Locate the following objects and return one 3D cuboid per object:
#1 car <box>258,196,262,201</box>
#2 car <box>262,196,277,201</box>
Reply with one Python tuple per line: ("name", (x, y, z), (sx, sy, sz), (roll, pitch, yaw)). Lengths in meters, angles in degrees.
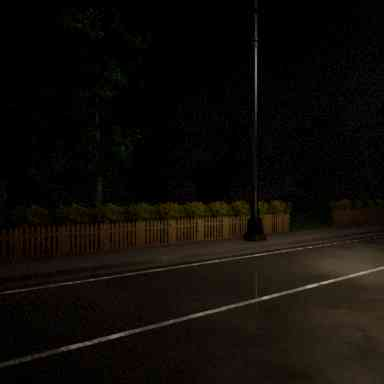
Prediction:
("car", (13.090, 1.504, 63.406), (1.837, 1.490, 4.892), (0, 0, -34))
("car", (14.292, 1.564, 55.476), (1.994, 1.385, 4.181), (0, 0, -35))
